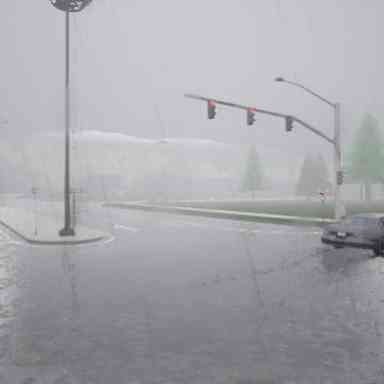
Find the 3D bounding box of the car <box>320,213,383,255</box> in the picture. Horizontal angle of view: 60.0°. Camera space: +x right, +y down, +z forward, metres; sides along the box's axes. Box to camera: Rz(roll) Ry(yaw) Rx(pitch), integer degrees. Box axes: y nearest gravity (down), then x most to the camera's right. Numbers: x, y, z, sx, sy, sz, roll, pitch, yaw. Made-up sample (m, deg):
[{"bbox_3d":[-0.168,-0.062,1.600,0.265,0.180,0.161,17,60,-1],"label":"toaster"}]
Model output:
[{"bbox_3d":[7.371,1.545,13.313,5.357,1.411,2.033,0,0,-36],"label":"car"}]
